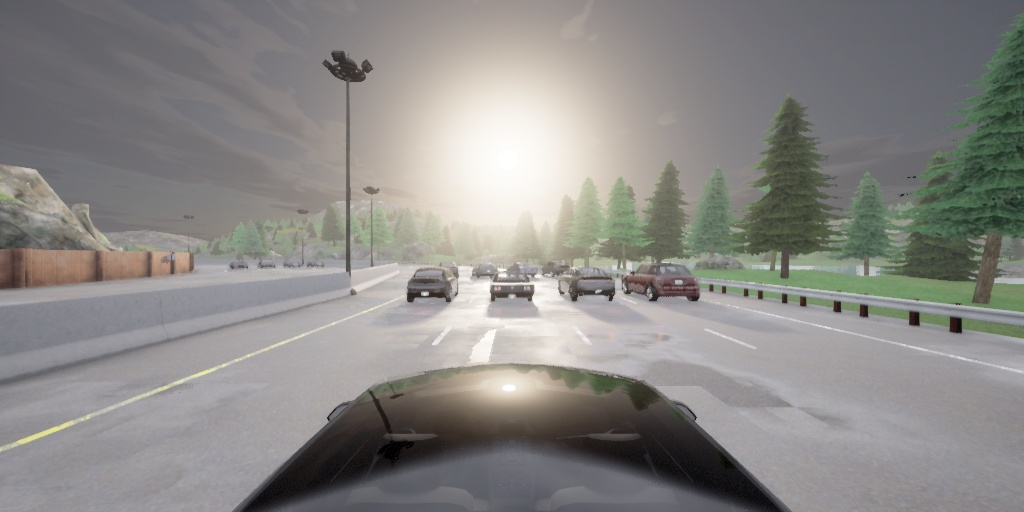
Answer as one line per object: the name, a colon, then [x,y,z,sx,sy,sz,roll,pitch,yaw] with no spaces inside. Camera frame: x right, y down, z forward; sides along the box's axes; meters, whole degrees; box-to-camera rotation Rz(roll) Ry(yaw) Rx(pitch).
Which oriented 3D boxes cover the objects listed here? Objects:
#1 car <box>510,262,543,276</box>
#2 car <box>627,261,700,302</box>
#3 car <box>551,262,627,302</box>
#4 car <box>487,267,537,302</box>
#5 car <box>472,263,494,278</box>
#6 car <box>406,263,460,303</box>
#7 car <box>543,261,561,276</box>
car: [0.863,1.311,34.314,2.033,1.411,5.357,0,0,-14]
car: [6.908,1.113,17.187,2.097,1.767,4.553,0,0,-3]
car: [3.410,1.242,17.057,2.128,1.511,4.902,0,0,-3]
car: [-0.088,1.363,16.928,1.895,1.301,4.718,0,0,-3]
car: [-2.531,1.320,33.456,1.994,1.385,4.181,0,0,-14]
car: [-3.583,1.263,16.738,1.837,1.490,4.892,0,0,-3]
car: [4.256,1.264,35.171,1.837,1.490,4.892,0,0,-14]
